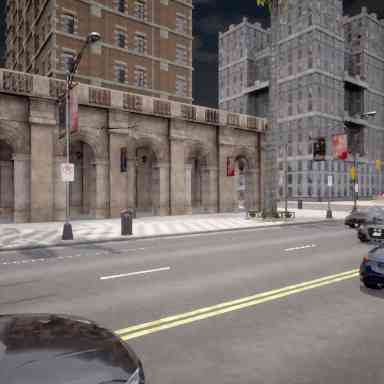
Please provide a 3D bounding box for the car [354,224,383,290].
[{"bbox_3d":[5.843,1.564,7.911,4.181,1.385,1.994,0,0,-36],"label":"car"}]

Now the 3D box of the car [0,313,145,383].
[{"bbox_3d":[-2.607,1.492,1.890,4.902,1.511,2.128,0,0,-35],"label":"car"}]

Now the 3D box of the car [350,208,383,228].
[{"bbox_3d":[9.255,1.565,14.842,4.181,1.385,1.994,0,0,-35],"label":"car"}]

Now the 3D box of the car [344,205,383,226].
[{"bbox_3d":[11.779,1.548,20.880,5.357,1.411,2.033,0,0,-35],"label":"car"}]
